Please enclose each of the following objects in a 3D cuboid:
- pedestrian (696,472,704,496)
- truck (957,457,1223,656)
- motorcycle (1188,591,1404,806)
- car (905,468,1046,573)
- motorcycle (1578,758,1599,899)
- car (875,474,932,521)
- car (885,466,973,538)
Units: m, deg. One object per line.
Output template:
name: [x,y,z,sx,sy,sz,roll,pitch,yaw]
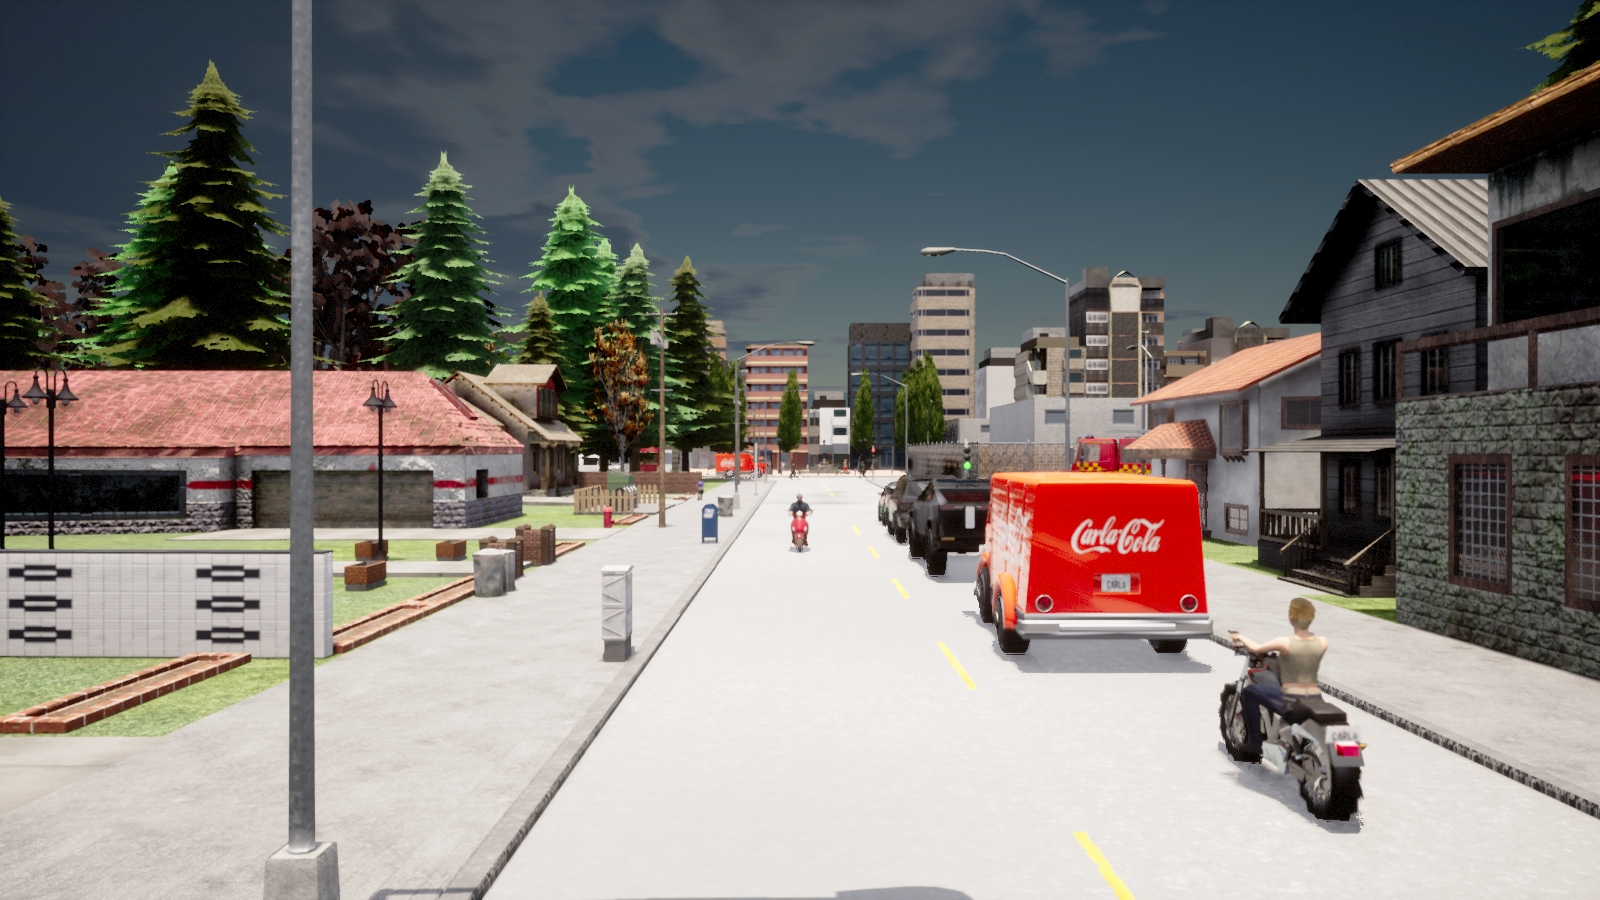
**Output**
pedestrian: [-5.317,1.805,60.951,0.375,1.300,0.375,0,0,3]
truck: [3.994,1.350,16.945,2.627,2.467,5.204,0,0,0]
motorcycle: [4.001,1.950,9.466,0.764,1.277,2.356,0,0,0]
car: [3.986,1.534,27.199,2.390,2.098,6.274,0,0,0]
motorcycle: [3.991,1.993,4.253,0.803,1.145,2.033,0,0,0]
car: [3.915,1.781,43.766,1.851,1.617,3.988,0,0,1]
car: [3.975,1.561,36.179,2.150,2.045,5.566,0,0,0]
